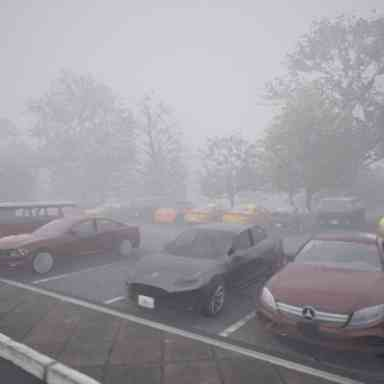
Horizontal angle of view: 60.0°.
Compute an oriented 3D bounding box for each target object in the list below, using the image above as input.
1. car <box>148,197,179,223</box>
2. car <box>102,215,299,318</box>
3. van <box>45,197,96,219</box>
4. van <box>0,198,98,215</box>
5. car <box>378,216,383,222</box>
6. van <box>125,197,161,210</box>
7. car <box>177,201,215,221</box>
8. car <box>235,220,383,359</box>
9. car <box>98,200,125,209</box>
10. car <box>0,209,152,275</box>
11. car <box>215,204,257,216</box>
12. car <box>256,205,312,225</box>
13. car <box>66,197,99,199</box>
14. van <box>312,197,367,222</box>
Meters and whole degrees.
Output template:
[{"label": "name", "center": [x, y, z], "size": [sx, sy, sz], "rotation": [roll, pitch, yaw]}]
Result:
[{"label": "car", "center": [-0.693, 1.478, 24.789], "size": [2.185, 1.767, 4.553], "rotation": [-1, 0, 36]}, {"label": "car", "center": [0.578, 1.526, 7.807], "size": [2.163, 1.488, 4.792], "rotation": [-1, 0, 36]}, {"label": "van", "center": [-11.973, 1.541, 33.031], "size": [1.878, 1.987, 4.442], "rotation": [-1, -1, 36]}, {"label": "van", "center": [-6.115, 1.352, 12.769], "size": [1.878, 1.987, 4.442], "rotation": [-1, 0, 36]}, {"label": "car", "center": [10.490, 1.464, 16.610], "size": [1.946, 1.575, 5.366], "rotation": [-1, 0, 36]}, {"label": "van", "center": [-2.861, 1.405, 26.520], "size": [1.878, 1.987, 4.442], "rotation": [-1, 0, 36]}, {"label": "car", "center": [1.475, 1.578, 23.272], "size": [2.097, 1.535, 5.008], "rotation": [-1, 0, 36]}, {"label": "car", "center": [2.856, 1.509, 6.219], "size": [2.002, 1.452, 4.674], "rotation": [-1, 0, 36]}, {"label": "car", "center": [-5.185, 1.660, 28.029], "size": [2.231, 1.521, 4.892], "rotation": [-1, 0, 36]}, {"label": "car", "center": [-3.918, 1.551, 11.063], "size": [2.097, 1.535, 5.008], "rotation": [-1, 0, 36]}, {"label": "car", "center": [3.832, 1.549, 21.588], "size": [2.097, 1.535, 5.008], "rotation": [-1, 0, 36]}, {"label": "car", "center": [6.085, 1.523, 19.977], "size": [2.231, 1.521, 4.892], "rotation": [-1, 0, 36]}, {"label": "car", "center": [-9.672, 1.470, 31.277], "size": [2.435, 2.045, 5.566], "rotation": [-1, -1, 36]}, {"label": "van", "center": [8.408, 1.269, 18.468], "size": [1.878, 1.987, 4.442], "rotation": [-1, 0, 36]}]
